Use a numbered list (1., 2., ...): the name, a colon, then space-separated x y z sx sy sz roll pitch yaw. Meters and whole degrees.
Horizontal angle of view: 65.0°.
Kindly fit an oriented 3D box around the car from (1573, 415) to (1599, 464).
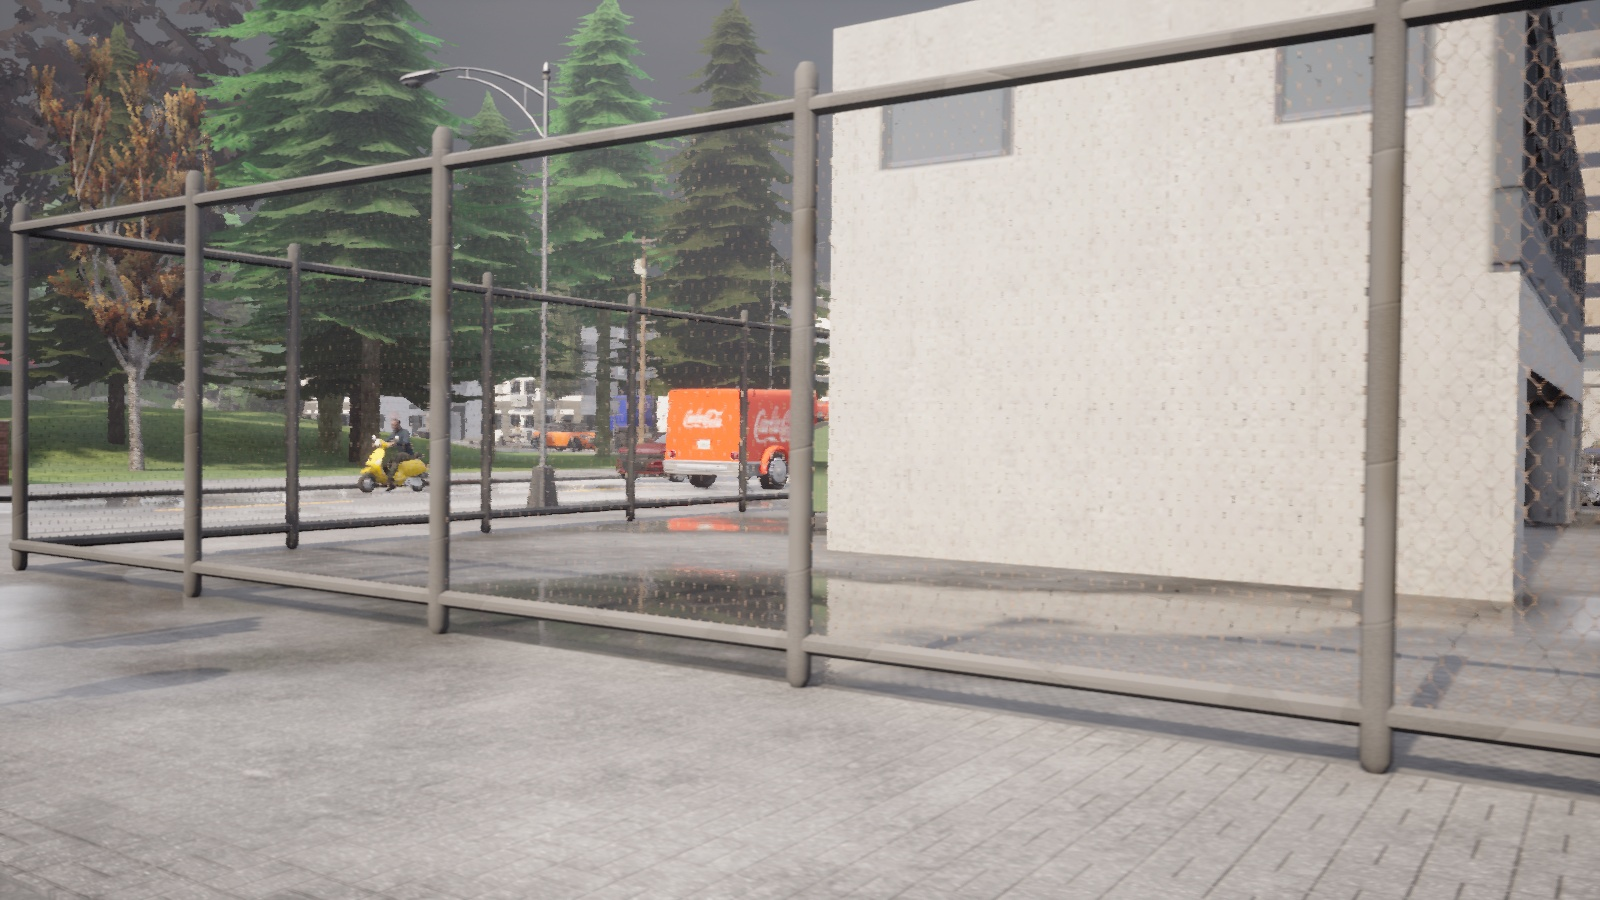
1. car: 31.576 -0.406 47.527 3.866 1.878 1.905 0 1 34

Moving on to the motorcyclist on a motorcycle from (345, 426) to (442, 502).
1. motorcyclist on a motorcycle: -8.713 0.282 26.977 0.866 1.590 1.817 0 1 33

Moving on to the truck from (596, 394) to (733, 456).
1. truck: -7.982 -1.427 73.698 7.936 3.462 2.891 0 1 33

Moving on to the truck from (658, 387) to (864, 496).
1. truck: -0.865 -0.264 31.548 2.627 2.467 5.204 0 2 33

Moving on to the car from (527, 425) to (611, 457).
1. car: -13.332 -0.540 72.461 4.553 1.767 2.097 0 1 34

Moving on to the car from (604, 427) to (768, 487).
1. car: -3.116 0.141 35.399 1.882 1.535 5.008 0 1 34
